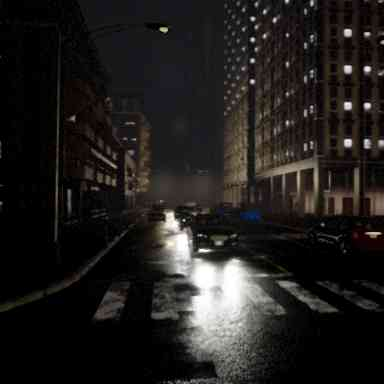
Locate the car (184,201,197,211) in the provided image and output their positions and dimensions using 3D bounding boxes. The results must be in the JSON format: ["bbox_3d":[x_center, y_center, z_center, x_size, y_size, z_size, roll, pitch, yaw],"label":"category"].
[{"bbox_3d":[-0.331,2.623,63.376,2.097,1.767,4.553,1,-1,-5],"label":"car"}]

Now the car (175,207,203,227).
[{"bbox_3d":[-0.016,2.047,24.549,1.895,1.301,4.718,1,-1,-5],"label":"car"}]

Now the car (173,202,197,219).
[{"bbox_3d":[-0.933,2.157,34.736,1.837,1.490,4.892,1,-1,-5],"label":"car"}]

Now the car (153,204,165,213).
[{"bbox_3d":[-5.218,2.584,53.168,1.802,1.307,4.206,1,-1,-5],"label":"car"}]

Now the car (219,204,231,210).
[{"bbox_3d":[4.661,2.309,37.052,2.008,1.369,4.403,1,-1,-5],"label":"car"}]

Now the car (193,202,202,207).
[{"bbox_3d":[0.604,2.550,53.080,2.128,1.511,4.902,1,-1,-5],"label":"car"}]

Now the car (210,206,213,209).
[{"bbox_3d":[3.638,2.553,48.300,1.947,1.339,4.313,1,-1,-5],"label":"car"}]

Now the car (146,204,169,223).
[{"bbox_3d":[-3.173,2.094,30.672,2.008,1.369,4.403,1,-1,-5],"label":"car"}]

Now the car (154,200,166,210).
[{"bbox_3d":[-6.238,2.549,64.422,2.192,1.841,5.009,1,-1,-5],"label":"car"}]

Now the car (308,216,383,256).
[{"bbox_3d":[6.708,1.745,14.557,1.967,1.590,4.097,1,-1,-5],"label":"car"}]

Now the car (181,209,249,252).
[{"bbox_3d":[0.831,1.751,15.235,2.128,1.511,4.902,1,-1,-5],"label":"car"}]

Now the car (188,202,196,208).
[{"bbox_3d":[0.059,3.384,87.669,1.802,1.307,4.206,1,-1,-5],"label":"car"}]

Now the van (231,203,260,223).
[{"bbox_3d":[5.175,1.985,31.432,1.690,1.788,3.998,1,-1,-5],"label":"van"}]

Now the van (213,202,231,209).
[{"bbox_3d":[4.153,2.213,42.681,1.690,1.788,3.998,1,-1,-5],"label":"van"}]

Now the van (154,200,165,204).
[{"bbox_3d":[-4.705,2.228,47.548,1.690,1.788,3.998,1,-1,-5],"label":"van"}]
